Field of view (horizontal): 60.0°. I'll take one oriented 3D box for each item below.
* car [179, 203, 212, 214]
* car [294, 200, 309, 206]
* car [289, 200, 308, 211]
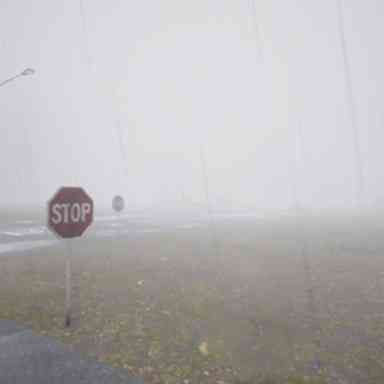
[{"bbox_3d":[0.461,2.031,41.627,1.895,1.301,4.718,1,0,36],"label":"car"},{"bbox_3d":[24.875,2.450,75.489,1.994,1.385,4.181,1,0,36],"label":"car"},{"bbox_3d":[16.710,2.263,52.194,1.994,1.385,4.181,1,0,36],"label":"car"}]
